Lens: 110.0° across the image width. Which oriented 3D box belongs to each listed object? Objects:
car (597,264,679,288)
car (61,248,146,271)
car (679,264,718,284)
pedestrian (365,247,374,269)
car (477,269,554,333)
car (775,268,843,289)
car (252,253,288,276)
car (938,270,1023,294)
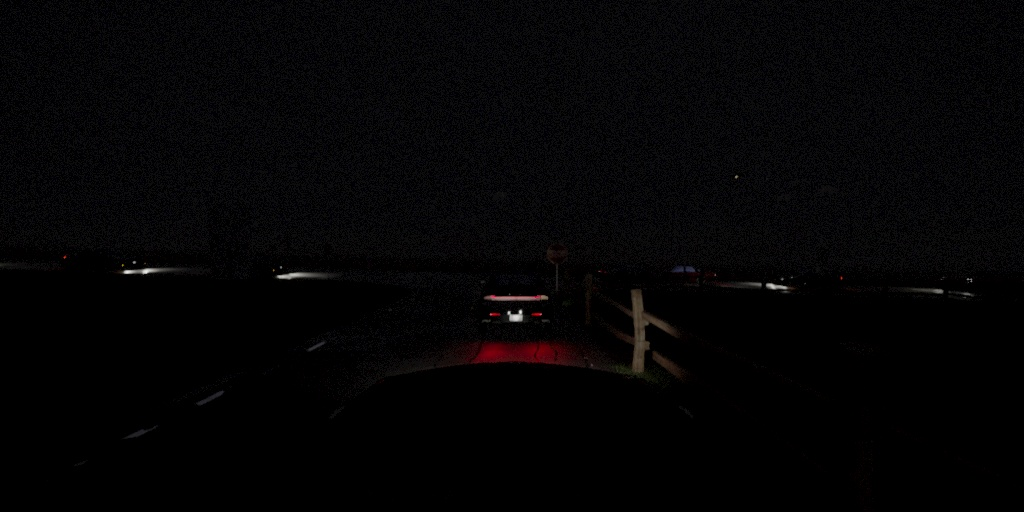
[{"bbox_3d":[8.226,1.307,24.325,4.902,1.511,2.128,1,3,-8],"label":"car"},{"bbox_3d":[-27.794,0.191,24.504,4.181,1.385,1.994,2,3,0],"label":"car"},{"bbox_3d":[12.674,1.316,27.361,5.357,1.411,2.033,2,3,0],"label":"car"},{"bbox_3d":[-12.094,0.146,30.420,0.375,1.860,0.375,0,2,0],"label":"pedestrian"},{"bbox_3d":[0.075,1.119,10.322,2.128,1.511,4.902,0,1,0],"label":"car"},{"bbox_3d":[22.609,1.643,27.337,4.181,1.385,1.994,2,3,0],"label":"car"},{"bbox_3d":[-17.753,0.526,24.482,4.181,1.385,1.994,2,3,0],"label":"car"},{"bbox_3d":[35.626,1.825,27.286,4.553,1.767,2.097,2,3,0],"label":"car"}]
